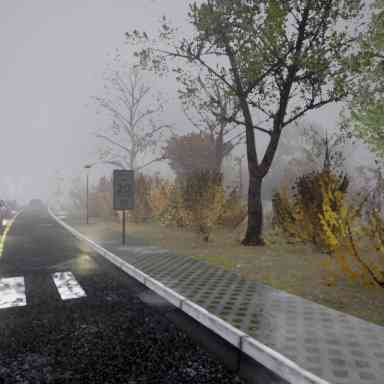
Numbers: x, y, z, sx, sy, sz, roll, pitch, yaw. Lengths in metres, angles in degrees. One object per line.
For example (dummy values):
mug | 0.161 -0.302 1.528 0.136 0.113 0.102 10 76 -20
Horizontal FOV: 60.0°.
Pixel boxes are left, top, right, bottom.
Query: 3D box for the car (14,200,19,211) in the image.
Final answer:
car | -24.366 1.771 44.691 2.033 1.411 5.357 0 0 -24

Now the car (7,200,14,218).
car | -17.690 1.452 30.096 2.097 1.767 4.553 0 -1 -25

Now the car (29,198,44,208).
car | -25.163 1.736 53.811 1.882 1.535 5.008 0 0 -23

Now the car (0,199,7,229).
car | -13.194 1.264 20.954 2.150 2.045 5.566 0 0 -27
